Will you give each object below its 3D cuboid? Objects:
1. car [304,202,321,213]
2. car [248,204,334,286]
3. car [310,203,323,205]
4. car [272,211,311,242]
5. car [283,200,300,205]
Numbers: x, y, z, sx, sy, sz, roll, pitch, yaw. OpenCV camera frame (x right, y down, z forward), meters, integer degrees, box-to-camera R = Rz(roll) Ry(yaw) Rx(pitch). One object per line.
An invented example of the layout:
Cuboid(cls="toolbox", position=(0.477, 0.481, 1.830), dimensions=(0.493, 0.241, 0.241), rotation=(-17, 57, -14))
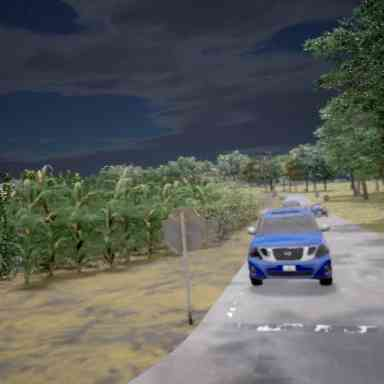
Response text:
Cuboid(cls="car", position=(17.762, 2.312, 49.124), dimensions=(1.895, 1.301, 4.718), rotation=(-5, -2, 16))
Cuboid(cls="car", position=(3.219, 1.619, 11.003), dimensions=(2.150, 2.045, 5.566), rotation=(-5, -3, 17))
Cuboid(cls="car", position=(14.705, 2.114, 38.805), dimensions=(1.812, 1.442, 4.674), rotation=(-5, -2, 17))
Cuboid(cls="car", position=(6.510, 2.143, 21.733), dimensions=(2.033, 1.411, 5.357), rotation=(-5, -2, 17))
Cuboid(cls="car", position=(10.699, 1.994, 35.555), dimensions=(2.150, 2.045, 5.566), rotation=(-5, -1, 17))
